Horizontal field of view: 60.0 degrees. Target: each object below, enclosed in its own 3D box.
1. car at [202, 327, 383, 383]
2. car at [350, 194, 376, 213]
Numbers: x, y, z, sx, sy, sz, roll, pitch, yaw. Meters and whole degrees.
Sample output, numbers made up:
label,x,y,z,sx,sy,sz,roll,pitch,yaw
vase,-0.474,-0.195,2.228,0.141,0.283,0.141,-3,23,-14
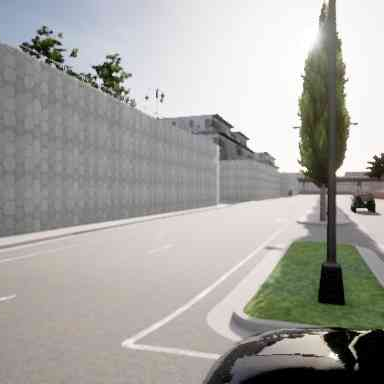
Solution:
label,x,y,z,sx,sy,sz,roll,pitch,yaw
car,2.333,1.496,1.775,4.902,1.511,2.128,0,0,22
car,19.194,1.191,37.461,2.150,2.045,5.566,0,0,22
